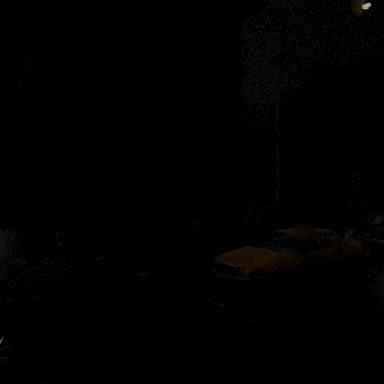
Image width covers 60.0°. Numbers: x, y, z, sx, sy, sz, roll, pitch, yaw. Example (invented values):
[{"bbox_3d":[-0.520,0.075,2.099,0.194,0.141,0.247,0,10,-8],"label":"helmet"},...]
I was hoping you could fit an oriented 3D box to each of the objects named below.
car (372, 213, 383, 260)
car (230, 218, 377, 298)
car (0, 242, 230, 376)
[{"bbox_3d":[7.148,1.441,11.777,4.097,1.590,1.967,0,0,-36],"label":"car"},{"bbox_3d":[2.589,1.526,8.512,4.829,1.417,1.752,0,0,-36],"label":"car"},{"bbox_3d":[-1.693,1.566,5.444,4.313,1.339,1.947,0,0,-36],"label":"car"}]
